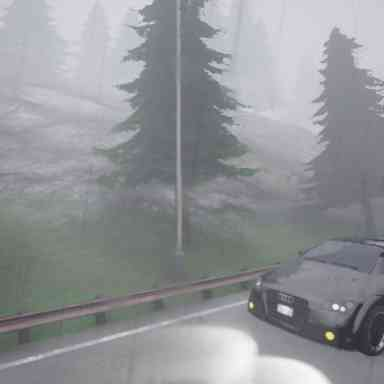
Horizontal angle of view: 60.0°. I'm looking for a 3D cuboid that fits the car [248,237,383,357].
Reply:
[{"bbox_3d":[3.016,1.561,6.060,4.181,1.385,1.994,0,0,-35],"label":"car"}]
